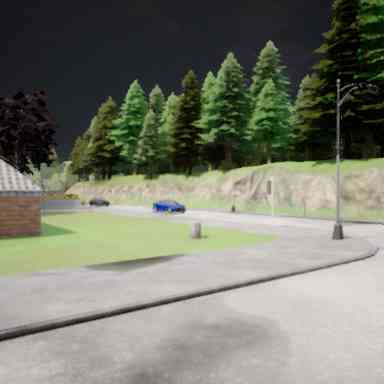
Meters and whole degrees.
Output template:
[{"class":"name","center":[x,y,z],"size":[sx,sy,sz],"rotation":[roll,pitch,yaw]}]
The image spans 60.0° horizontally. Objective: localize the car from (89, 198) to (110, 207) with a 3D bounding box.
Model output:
[{"class":"car","center":[-15.089,1.623,53.999],"size":[2.033,1.411,5.357],"rotation":[0,0,-35]}]

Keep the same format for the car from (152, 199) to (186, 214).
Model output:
[{"class":"car","center":[-2.553,1.554,36.253],"size":[1.882,1.535,5.008],"rotation":[0,0,-35]}]
